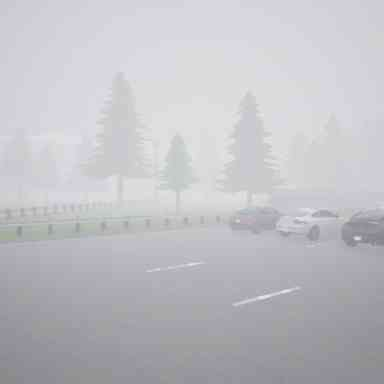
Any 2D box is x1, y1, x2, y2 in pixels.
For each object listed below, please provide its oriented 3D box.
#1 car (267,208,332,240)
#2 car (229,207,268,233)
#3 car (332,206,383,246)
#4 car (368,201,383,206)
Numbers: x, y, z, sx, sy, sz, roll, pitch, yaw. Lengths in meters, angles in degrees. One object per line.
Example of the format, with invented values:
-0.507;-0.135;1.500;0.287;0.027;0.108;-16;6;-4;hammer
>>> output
6.236;1.533;16.916;4.674;1.442;1.812;0;0;-35;car
4.204;1.572;19.765;4.181;1.385;1.994;0;0;-35;car
8.269;1.516;14.066;4.892;1.490;1.837;0;0;-35;car
16.416;1.533;28.476;4.674;1.442;1.812;0;0;-35;car
